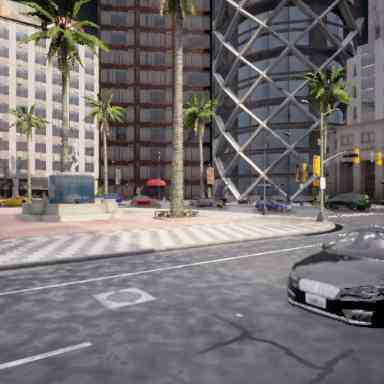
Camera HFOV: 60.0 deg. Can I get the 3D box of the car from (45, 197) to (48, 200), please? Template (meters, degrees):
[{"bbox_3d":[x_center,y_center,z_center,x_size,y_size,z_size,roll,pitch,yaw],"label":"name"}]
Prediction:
[{"bbox_3d":[-25.587,1.601,58.827,4.718,1.301,1.895,0,0,-10],"label":"car"}]

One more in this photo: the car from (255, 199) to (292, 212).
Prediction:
[{"bbox_3d":[9.625,1.526,39.480,1.812,1.442,4.674,0,0,-39],"label":"car"}]

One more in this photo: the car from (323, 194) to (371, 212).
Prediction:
[{"bbox_3d":[18.448,1.221,40.030,2.150,2.045,5.566,0,0,-36],"label":"car"}]

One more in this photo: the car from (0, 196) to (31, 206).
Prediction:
[{"bbox_3d":[-28.766,1.478,54.459,5.008,1.535,1.882,0,0,-14],"label":"car"}]

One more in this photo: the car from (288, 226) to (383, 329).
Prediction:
[{"bbox_3d":[4.010,1.491,6.797,4.902,1.511,2.128,0,0,-35],"label":"car"}]

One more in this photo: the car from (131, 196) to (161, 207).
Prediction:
[{"bbox_3d":[-6.979,1.353,50.791,4.553,1.767,2.097,0,0,15],"label":"car"}]

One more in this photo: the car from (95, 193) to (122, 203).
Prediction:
[{"bbox_3d":[-15.297,1.221,59.402,5.566,2.045,2.150,0,0,3],"label":"car"}]

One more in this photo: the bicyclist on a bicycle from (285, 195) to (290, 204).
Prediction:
[{"bbox_3d":[15.718,1.301,54.602,0.582,1.620,1.656,0,0,42],"label":"bicyclist on a bicycle"}]

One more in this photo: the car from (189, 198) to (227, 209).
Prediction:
[{"bbox_3d":[2.143,1.548,46.656,5.357,1.411,2.033,0,0,33],"label":"car"}]
